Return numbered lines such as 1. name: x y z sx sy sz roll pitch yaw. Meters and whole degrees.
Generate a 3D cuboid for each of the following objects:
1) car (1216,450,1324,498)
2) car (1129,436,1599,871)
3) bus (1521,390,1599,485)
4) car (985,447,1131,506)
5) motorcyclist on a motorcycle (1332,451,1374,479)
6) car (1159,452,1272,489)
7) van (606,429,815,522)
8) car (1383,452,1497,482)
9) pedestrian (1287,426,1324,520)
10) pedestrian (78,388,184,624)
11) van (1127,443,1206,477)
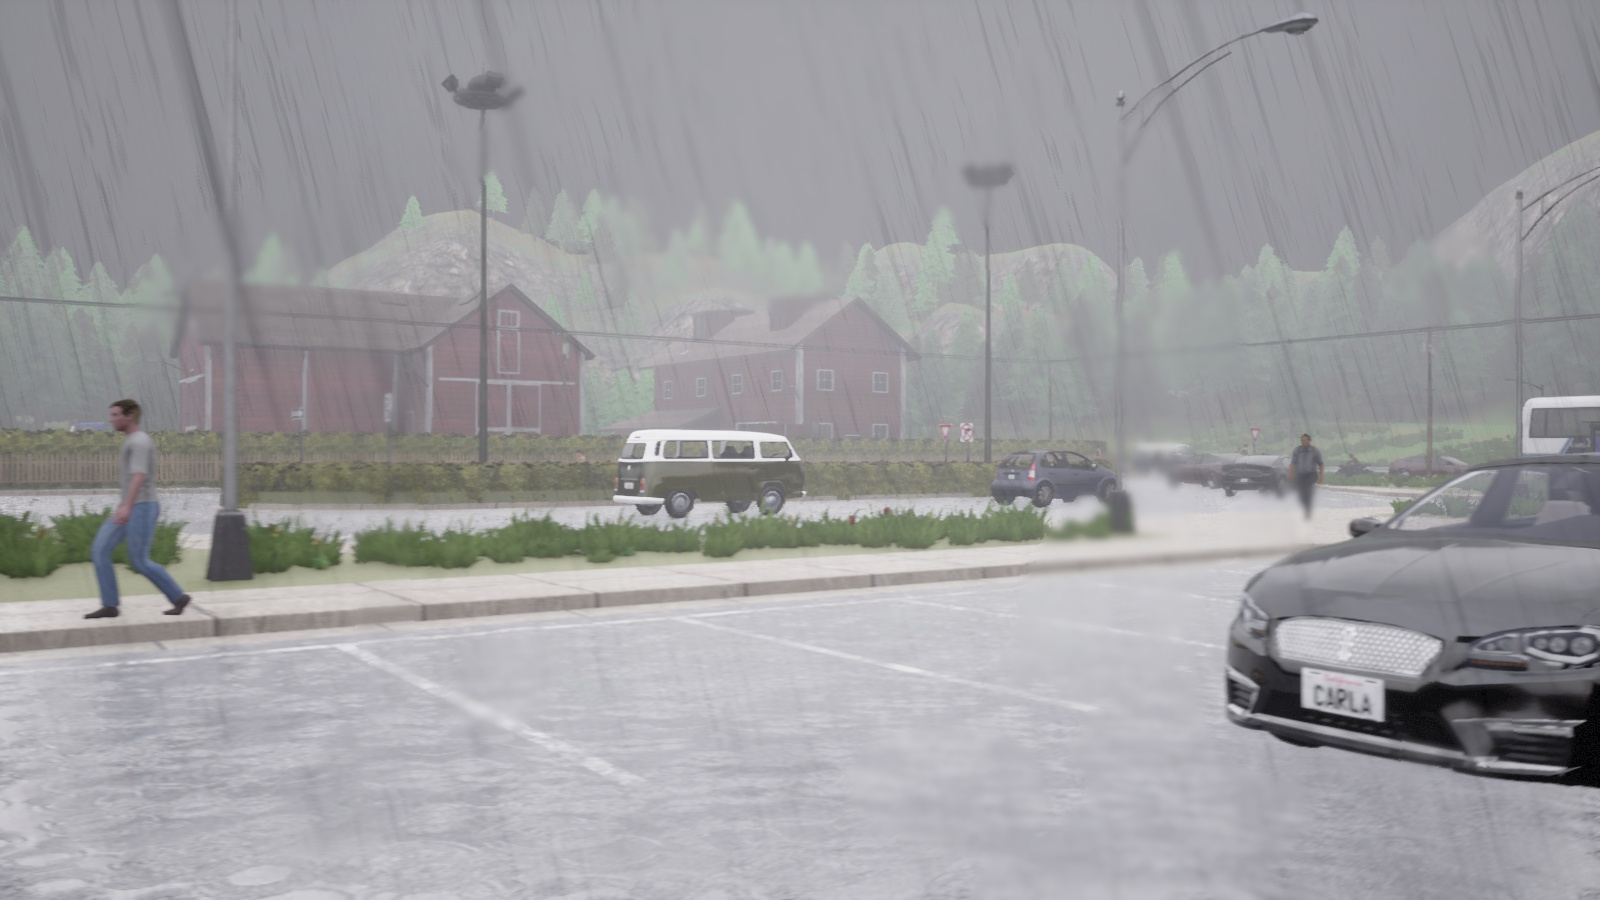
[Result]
1. car: 16.242 0.794 43.242 1.882 1.535 5.008 0 0 41
2. car: 4.207 0.708 6.588 4.902 1.511 2.128 0 0 -35
3. bus: 38.638 -0.575 56.243 3.944 4.253 10.273 0 0 -34
4. car: 7.439 0.716 36.127 3.988 1.617 1.851 0 0 -34
5. motorcyclist on a motorcycle: 31.526 0.836 71.653 2.044 1.523 0.797 0 2 37
6. car: 17.438 0.838 52.987 2.163 1.488 4.792 0 0 -16
7. van: -2.078 0.548 29.620 4.480 2.038 2.069 -1 0 -33
8. car: 32.906 0.834 64.675 2.163 1.488 4.792 0 0 -44
9. pedestrian: 10.106 0.446 25.097 0.540 1.848 0.694 0 0 34
10. pedestrian: -5.384 0.436 10.112 0.706 1.836 0.354 0 0 -36
11. van: 23.139 0.614 79.369 2.069 2.038 4.480 0 0 -34
